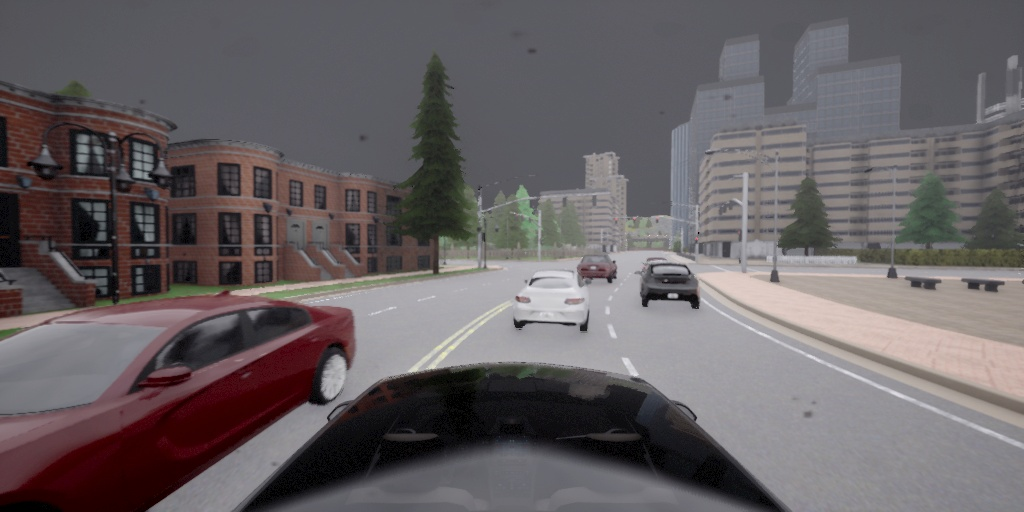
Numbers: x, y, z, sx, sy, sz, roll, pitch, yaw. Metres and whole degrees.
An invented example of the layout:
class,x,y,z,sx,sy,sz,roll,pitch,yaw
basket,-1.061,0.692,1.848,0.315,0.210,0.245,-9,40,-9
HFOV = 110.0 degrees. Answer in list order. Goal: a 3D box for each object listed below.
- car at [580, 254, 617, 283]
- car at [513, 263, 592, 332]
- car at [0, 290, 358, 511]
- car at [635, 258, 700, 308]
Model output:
class,x,y,z,sx,sy,sz,roll,pitch,yaw
car,5.409,0.651,22.629,2.097,1.767,4.553,1,1,20
car,1.237,1.091,10.121,1.812,1.442,4.674,0,1,12
car,-3.357,1.178,3.317,1.882,1.535,5.008,0,1,4
car,5.900,1.003,13.803,1.837,1.490,4.892,1,1,18
